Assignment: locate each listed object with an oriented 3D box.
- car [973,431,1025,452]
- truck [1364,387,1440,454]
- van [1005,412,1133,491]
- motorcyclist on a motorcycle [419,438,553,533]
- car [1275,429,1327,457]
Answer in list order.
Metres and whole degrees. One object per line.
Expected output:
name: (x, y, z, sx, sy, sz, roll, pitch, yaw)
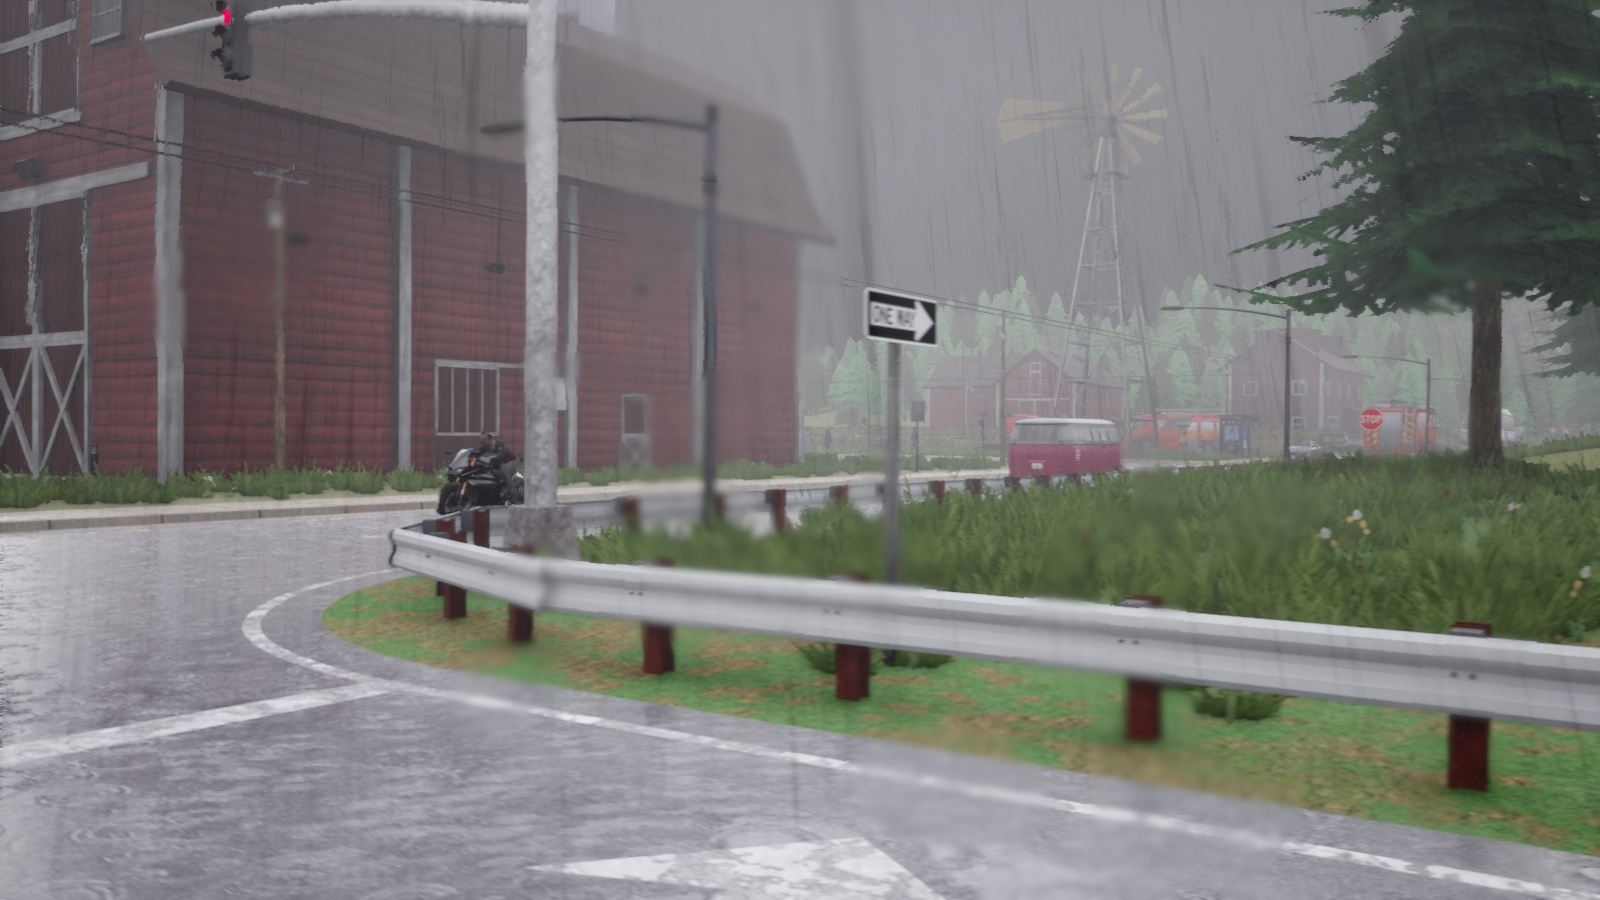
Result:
car: (14.844, -0.621, 93.706, 3.705, 1.549, 1.789, -1, 1, 12)
truck: (36.772, -1.768, 76.519, 2.891, 3.827, 8.468, 0, 1, 35)
van: (7.326, -0.001, 33.888, 1.775, 1.987, 4.442, 0, 1, 35)
motorcyclist on a motorcycle: (-5.375, 0.569, 21.658, 0.866, 1.530, 2.191, 0, 1, 35)
car: (27.842, -0.411, 69.747, 1.816, 1.474, 4.193, 0, 1, 35)
